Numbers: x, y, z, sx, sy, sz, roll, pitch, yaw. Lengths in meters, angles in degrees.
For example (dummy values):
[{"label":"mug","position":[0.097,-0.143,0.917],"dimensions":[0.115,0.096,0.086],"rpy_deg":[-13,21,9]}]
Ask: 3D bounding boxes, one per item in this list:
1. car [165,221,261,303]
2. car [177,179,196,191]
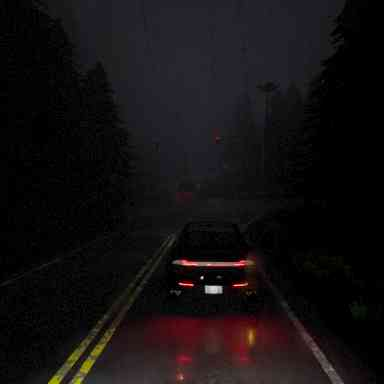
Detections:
[{"label":"car","position":[0.449,1.466,8.175],"dimensions":[2.128,1.511,4.902],"rpy_deg":[0,0,2]},{"label":"car","position":[-0.696,-1.070,45.222],"dimensions":[1.812,1.442,4.674],"rpy_deg":[1,9,14]}]
